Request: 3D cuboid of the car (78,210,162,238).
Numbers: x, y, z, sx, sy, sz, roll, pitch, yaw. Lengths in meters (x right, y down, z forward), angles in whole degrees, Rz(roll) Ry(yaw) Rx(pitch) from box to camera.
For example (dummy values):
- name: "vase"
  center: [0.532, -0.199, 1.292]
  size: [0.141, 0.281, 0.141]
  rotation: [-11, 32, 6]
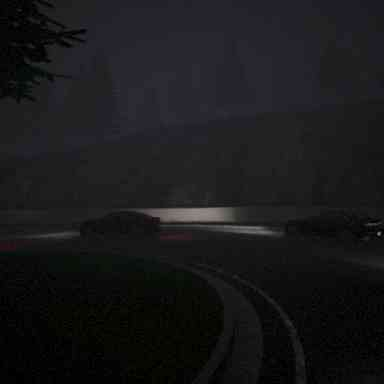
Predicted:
- name: "car"
  center: [-4.273, 1.843, 19.781]
  size: [5.008, 1.535, 1.882]
  rotation: [-1, -2, 13]

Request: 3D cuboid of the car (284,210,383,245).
- name: "car"
  center: [6.892, 1.675, 16.687]
  size: [2.128, 1.511, 4.902]
  rotation: [0, -1, -35]
